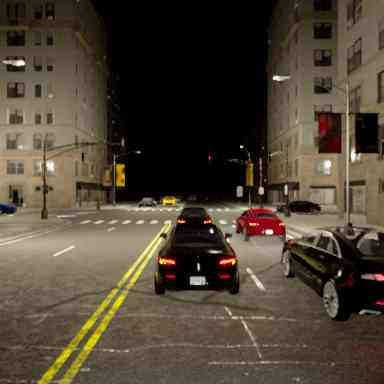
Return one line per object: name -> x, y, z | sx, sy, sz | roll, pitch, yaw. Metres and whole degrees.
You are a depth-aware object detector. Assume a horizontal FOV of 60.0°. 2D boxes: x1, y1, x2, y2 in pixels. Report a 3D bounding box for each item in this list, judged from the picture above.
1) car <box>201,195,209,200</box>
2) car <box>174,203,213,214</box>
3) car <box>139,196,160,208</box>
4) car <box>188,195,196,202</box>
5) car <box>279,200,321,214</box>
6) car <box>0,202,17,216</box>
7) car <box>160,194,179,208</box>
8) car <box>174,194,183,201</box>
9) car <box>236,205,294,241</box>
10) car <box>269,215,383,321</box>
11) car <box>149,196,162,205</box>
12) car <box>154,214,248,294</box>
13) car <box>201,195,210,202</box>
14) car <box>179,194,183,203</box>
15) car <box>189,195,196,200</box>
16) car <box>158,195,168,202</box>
car -> 3.360, 1.399, 88.686 | 1.994, 1.385, 4.181 | 0, 0, 0
car -> 0.120, 1.521, 17.537 | 1.812, 1.442, 4.674 | 0, 0, 0
car -> -6.508, 1.541, 49.326 | 2.033, 1.411, 5.357 | 0, 0, 4
car -> 0.098, 1.575, 78.717 | 1.895, 1.301, 4.718 | 0, 0, 0
car -> 10.903, 1.556, 34.423 | 4.674, 1.442, 1.812 | 0, 0, -2
car -> -19.420, 1.446, 31.820 | 5.008, 1.535, 1.882 | 0, 0, 0
car -> -3.292, 1.471, 49.616 | 1.882, 1.535, 5.008 | 0, 0, -1
car -> -3.151, 1.300, 79.617 | 2.097, 1.767, 4.553 | 0, 0, 0
car -> 3.269, 1.521, 16.326 | 1.812, 1.442, 4.674 | 0, 0, 0
car -> 3.347, 1.489, 7.231 | 2.128, 1.511, 4.902 | 0, 0, 0
car -> -6.503, 1.495, 60.308 | 1.837, 1.490, 4.892 | 0, 0, 0
car -> 0.107, 1.523, 8.628 | 1.812, 1.442, 4.674 | 0, 0, 0
car -> 3.347, 1.519, 78.266 | 2.033, 1.411, 5.357 | 0, 0, 0
car -> -3.214, 1.590, 64.906 | 1.895, 1.301, 4.718 | 0, 0, 1
car -> 0.110, 1.398, 88.690 | 1.994, 1.385, 4.181 | 0, 0, 0
car -> -6.410, 1.510, 73.707 | 1.812, 1.442, 4.674 | 0, 0, 0
